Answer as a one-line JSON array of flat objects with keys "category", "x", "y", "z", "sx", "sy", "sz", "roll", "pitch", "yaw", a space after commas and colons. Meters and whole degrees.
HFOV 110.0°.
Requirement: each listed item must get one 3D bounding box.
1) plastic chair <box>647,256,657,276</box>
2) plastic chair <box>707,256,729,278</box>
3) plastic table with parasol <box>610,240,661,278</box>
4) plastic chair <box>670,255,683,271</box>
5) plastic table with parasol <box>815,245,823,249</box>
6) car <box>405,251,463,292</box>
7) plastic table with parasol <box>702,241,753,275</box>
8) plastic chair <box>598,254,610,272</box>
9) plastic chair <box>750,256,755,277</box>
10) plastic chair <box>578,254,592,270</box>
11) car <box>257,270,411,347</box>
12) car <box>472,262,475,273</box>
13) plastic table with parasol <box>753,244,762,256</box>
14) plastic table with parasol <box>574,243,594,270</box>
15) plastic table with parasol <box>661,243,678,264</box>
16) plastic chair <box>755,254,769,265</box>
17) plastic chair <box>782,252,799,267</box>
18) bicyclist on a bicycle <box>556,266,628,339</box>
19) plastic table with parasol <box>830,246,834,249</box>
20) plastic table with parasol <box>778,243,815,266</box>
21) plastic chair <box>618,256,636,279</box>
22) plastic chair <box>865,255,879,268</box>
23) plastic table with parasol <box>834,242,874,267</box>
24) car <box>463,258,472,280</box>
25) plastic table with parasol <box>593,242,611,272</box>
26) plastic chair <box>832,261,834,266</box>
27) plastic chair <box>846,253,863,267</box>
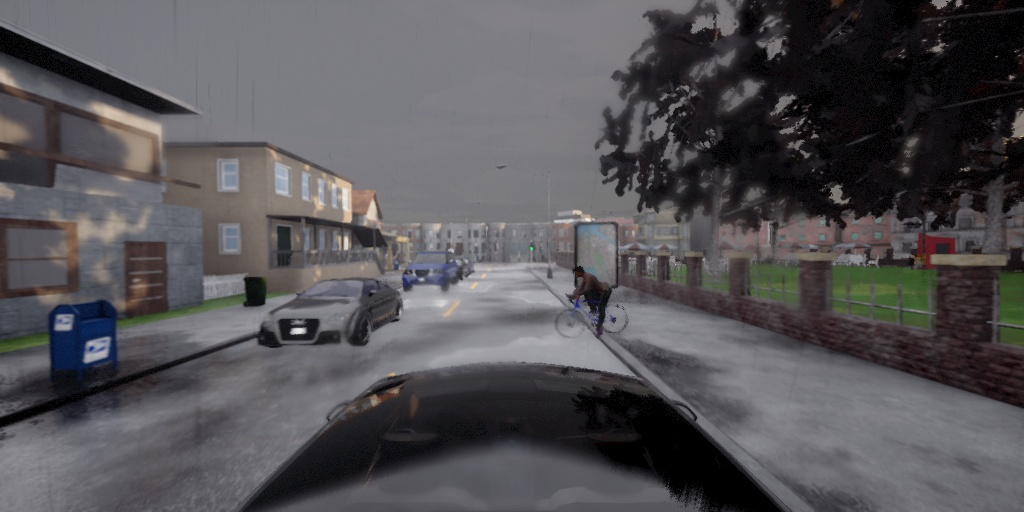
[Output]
[{"category": "plastic chair", "x": 10.433, "y": 0.831, "z": 27.067, "sx": 0.750, "sy": 1.272, "sz": 0.730, "roll": 0, "pitch": 0, "yaw": -41}, {"category": "plastic chair", "x": 14.075, "y": 0.831, "z": 24.464, "sx": 0.730, "sy": 1.272, "sz": 0.750, "roll": 0, "pitch": 0, "yaw": -36}, {"category": "plastic table with parasol", "x": 9.689, "y": 0.198, "z": 28.055, "sx": 2.482, "sy": 2.480, "sz": 2.482, "roll": 0, "pitch": 0, "yaw": -41}, {"category": "plastic chair", "x": 15.091, "y": 0.688, "z": 32.608, "sx": 0.750, "sy": 1.272, "sz": 0.730, "roll": 0, "pitch": 0, "yaw": -41}, {"category": "plastic table with parasol", "x": 35.509, "y": -0.221, "z": 42.851, "sx": 2.482, "sy": 2.480, "sz": 2.482, "roll": 0, "pitch": 0, "yaw": -1}, {"category": "car", "x": -4.302, "y": 0.743, "z": 19.786, "sx": 2.150, "sy": 2.045, "sz": 5.566, "roll": -1, "pitch": 1, "yaw": -1}, {"category": "plastic table with parasol", "x": 15.039, "y": 0.196, "z": 25.376, "sx": 2.482, "sy": 2.480, "sz": 2.482, "roll": 0, "pitch": 0, "yaw": -41}, {"category": "plastic chair", "x": 9.341, "y": 0.713, "z": 35.591, "sx": 0.730, "sy": 1.272, "sz": 0.750, "roll": 0, "pitch": 0, "yaw": -36}, {"category": "plastic chair", "x": 15.783, "y": 0.806, "z": 24.386, "sx": 0.750, "sy": 1.272, "sz": 0.730, "roll": 0, "pitch": 0, "yaw": -41}, {"category": "plastic chair", "x": 8.283, "y": 0.676, "z": 40.810, "sx": 0.730, "sy": 1.272, "sz": 0.750, "roll": 0, "pitch": 0, "yaw": -36}, {"category": "car", "x": -4.175, "y": 1.246, "z": 8.964, "sx": 1.994, "sy": 1.385, "sz": 4.181, "roll": -1, "pitch": 1, "yaw": -1}, {"category": "car", "x": -4.383, "y": 0.873, "z": 31.556, "sx": 1.812, "sy": 1.442, "sz": 4.674, "roll": -1, "pitch": 1, "yaw": 0}, {"category": "plastic table with parasol", "x": 27.822, "y": -0.238, "z": 41.970, "sx": 2.482, "sy": 2.480, "sz": 2.482, "roll": 0, "pitch": 0, "yaw": -39}, {"category": "plastic table with parasol", "x": 9.246, "y": 0.049, "z": 41.722, "sx": 2.482, "sy": 2.480, "sz": 2.482, "roll": 0, "pitch": 0, "yaw": -41}, {"category": "plastic table with parasol", "x": 14.324, "y": 0.059, "z": 33.581, "sx": 2.482, "sy": 2.480, "sz": 2.482, "roll": 0, "pitch": 0, "yaw": -42}, {"category": "plastic chair", "x": 28.586, "y": 0.349, "z": 40.933, "sx": 0.750, "sy": 1.272, "sz": 0.730, "roll": 0, "pitch": 0, "yaw": -41}, {"category": "plastic chair", "x": 27.464, "y": 0.491, "z": 35.334, "sx": 0.730, "sy": 1.272, "sz": 0.750, "roll": 0, "pitch": 0, "yaw": -39}, {"category": "bicyclist on a bicycle", "x": 1.747, "y": 1.024, "z": 8.068, "sx": 1.656, "sy": 1.620, "sz": 0.582, "roll": -7, "pitch": 1, "yaw": -1}, {"category": "plastic table with parasol", "x": 35.782, "y": -0.159, "z": 38.505, "sx": 2.482, "sy": 2.480, "sz": 2.482, "roll": 0, "pitch": 0, "yaw": -41}, {"category": "plastic table with parasol", "x": 28.350, "y": -0.111, "z": 36.046, "sx": 2.482, "sy": 2.480, "sz": 2.482, "roll": 0, "pitch": 0, "yaw": -39}, {"category": "plastic chair", "x": 8.726, "y": 0.852, "z": 27.145, "sx": 0.730, "sy": 1.272, "sz": 0.750, "roll": 0, "pitch": 0, "yaw": -36}, {"category": "plastic chair", "x": 33.930, "y": 0.536, "z": 33.657, "sx": 0.750, "sy": 1.272, "sz": 0.730, "roll": 0, "pitch": 0, "yaw": -41}, {"category": "plastic table with parasol", "x": 33.186, "y": -0.076, "z": 34.647, "sx": 2.482, "sy": 2.480, "sz": 2.482, "roll": 0, "pitch": 0, "yaw": -41}, {"category": "car", "x": -4.267, "y": 0.911, "z": 26.002, "sx": 1.882, "sy": 1.535, "sz": 5.008, "roll": -1, "pitch": 1, "yaw": -1}, {"category": "plastic table with parasol", "x": 10.304, "y": 0.086, "z": 36.504, "sx": 2.482, "sy": 2.480, "sz": 2.482, "roll": 0, "pitch": 0, "yaw": -41}, {"category": "plastic chair", "x": 32.430, "y": 0.520, "z": 35.669, "sx": 0.750, "sy": 1.272, "sz": 0.730, "roll": 0, "pitch": 0, "yaw": -41}, {"category": "plastic chair", "x": 32.222, "y": 0.551, "z": 33.735, "sx": 0.730, "sy": 1.272, "sz": 0.750, "roll": 0, "pitch": 0, "yaw": -36}]
